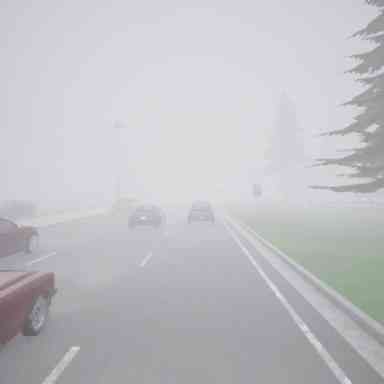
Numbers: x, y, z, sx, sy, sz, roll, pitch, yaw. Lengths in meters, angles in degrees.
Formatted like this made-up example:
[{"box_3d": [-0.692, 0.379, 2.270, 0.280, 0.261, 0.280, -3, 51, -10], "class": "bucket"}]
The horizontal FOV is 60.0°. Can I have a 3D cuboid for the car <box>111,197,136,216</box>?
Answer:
[{"box_3d": [-6.159, 1.291, 31.721, 2.097, 1.767, 4.553, 0, 0, 1], "class": "car"}]

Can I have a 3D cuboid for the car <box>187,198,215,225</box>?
[{"box_3d": [0.650, 1.465, 23.738, 2.128, 1.511, 4.902, 0, 0, 1], "class": "car"}]

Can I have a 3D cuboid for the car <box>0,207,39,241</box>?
[{"box_3d": [-6.657, 1.440, 10.376, 1.882, 1.535, 5.008, 0, 0, 1], "class": "car"}]

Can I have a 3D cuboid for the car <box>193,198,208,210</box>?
[{"box_3d": [1.096, 1.479, 42.274, 1.812, 1.442, 4.674, 0, 0, 1], "class": "car"}]

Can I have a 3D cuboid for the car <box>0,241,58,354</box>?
[{"box_3d": [-3.282, 1.584, 3.672, 1.895, 1.301, 4.718, 0, 0, 1], "class": "car"}]

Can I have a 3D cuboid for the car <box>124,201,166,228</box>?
[{"box_3d": [-2.893, 1.526, 21.983, 1.994, 1.385, 4.181, 0, 0, 1], "class": "car"}]

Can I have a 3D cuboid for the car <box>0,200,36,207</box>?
[{"box_3d": [-14.394, 1.407, 26.808, 2.128, 1.511, 4.902, 0, 0, 2], "class": "car"}]
